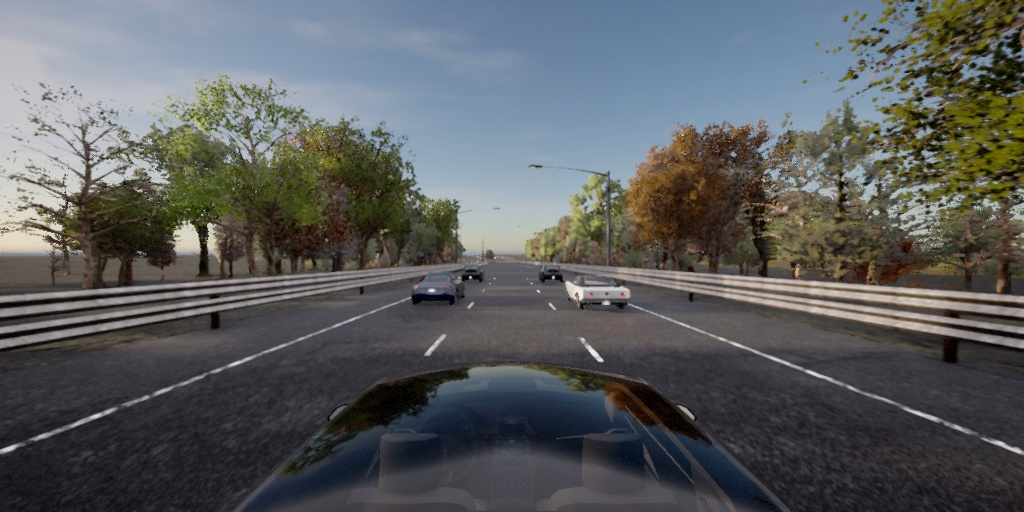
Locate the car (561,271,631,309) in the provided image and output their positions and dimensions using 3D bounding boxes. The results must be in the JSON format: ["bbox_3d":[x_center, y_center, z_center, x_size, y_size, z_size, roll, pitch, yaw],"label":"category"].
[{"bbox_3d":[3.552,1.500,15.757,1.895,1.301,4.718,0,-1,0],"label":"car"}]

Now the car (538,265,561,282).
[{"bbox_3d":[3.496,1.589,32.690,1.837,1.490,4.892,0,-1,0],"label":"car"}]

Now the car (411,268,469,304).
[{"bbox_3d":[-3.453,1.482,17.435,1.994,1.385,4.181,0,-1,0],"label":"car"}]

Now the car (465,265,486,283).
[{"bbox_3d":[-3.505,1.589,32.677,1.837,1.490,4.892,0,-1,0],"label":"car"}]
